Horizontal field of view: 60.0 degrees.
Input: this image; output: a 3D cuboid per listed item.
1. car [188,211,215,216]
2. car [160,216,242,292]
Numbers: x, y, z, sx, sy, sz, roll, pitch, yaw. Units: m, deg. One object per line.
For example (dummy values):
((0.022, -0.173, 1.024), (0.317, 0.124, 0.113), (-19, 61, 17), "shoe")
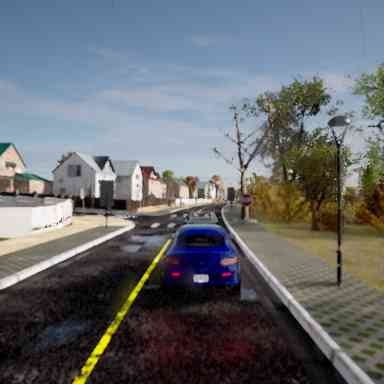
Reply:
((0.559, 1.760, 19.190), (1.895, 1.301, 4.718), (0, -1, 2), "car")
((0.237, 1.595, 9.001), (1.812, 1.442, 4.674), (0, 0, 1), "car")
